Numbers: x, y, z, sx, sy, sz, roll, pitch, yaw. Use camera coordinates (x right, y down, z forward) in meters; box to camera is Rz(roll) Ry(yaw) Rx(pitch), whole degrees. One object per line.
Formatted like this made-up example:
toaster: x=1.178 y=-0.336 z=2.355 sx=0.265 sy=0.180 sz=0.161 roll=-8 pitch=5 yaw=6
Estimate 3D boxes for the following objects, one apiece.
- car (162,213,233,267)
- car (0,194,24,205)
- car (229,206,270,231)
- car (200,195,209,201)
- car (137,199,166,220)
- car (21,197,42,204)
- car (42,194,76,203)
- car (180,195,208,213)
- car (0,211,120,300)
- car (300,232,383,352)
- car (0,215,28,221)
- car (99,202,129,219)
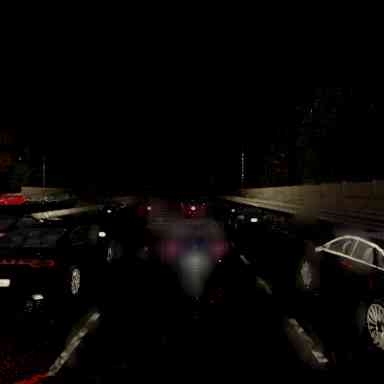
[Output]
car: x=0.099 y=1.608 z=11.451 sx=1.895 sy=1.301 sz=4.718 roll=0 pitch=0 yaw=0
car: x=-24.572 y=1.264 z=44.778 sx=2.150 sy=2.045 sz=5.566 roll=0 pitch=0 yaw=0
car: x=3.498 y=1.556 z=20.742 sx=1.994 sy=1.385 sz=4.181 roll=0 pitch=0 yaw=0
car: x=3.495 y=1.655 z=92.773 sx=2.128 sy=1.511 sz=4.902 roll=0 pitch=0 yaw=0
car: x=-3.406 y=1.374 z=28.853 sx=2.097 sy=1.767 sz=4.553 roll=0 pitch=0 yaw=0
car: x=-21.076 y=1.605 z=45.766 sx=1.994 sy=1.385 sz=4.181 roll=0 pitch=0 yaw=0
car: x=-17.575 y=1.264 z=45.020 sx=2.150 sy=2.045 sz=5.566 roll=0 pitch=0 yaw=0
car: x=0.095 y=1.374 z=28.882 sx=2.097 sy=1.767 sz=4.553 roll=0 pitch=0 yaw=0
car: x=-3.398 y=1.482 z=8.451 sx=1.882 sy=1.535 sz=5.008 roll=0 pitch=0 yaw=0
car: x=3.526 y=1.478 z=6.099 sx=2.128 sy=1.511 sz=4.902 roll=0 pitch=0 yaw=0
car: x=-6.901 y=1.572 z=12.934 sx=1.994 sy=1.385 sz=4.181 roll=0 pitch=0 yaw=0
car: x=-6.899 y=1.587 z=29.763 sx=1.994 sy=1.385 sz=4.181 roll=0 pitch=0 yaw=0
